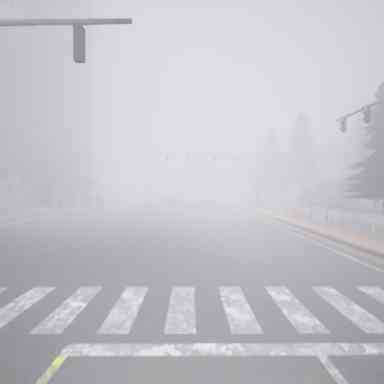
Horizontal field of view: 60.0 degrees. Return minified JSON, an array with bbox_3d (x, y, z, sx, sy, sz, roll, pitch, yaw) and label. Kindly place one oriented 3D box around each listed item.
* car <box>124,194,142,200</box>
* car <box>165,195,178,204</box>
[{"bbox_3d":[-13.679,1.093,76.924,4.718,1.301,1.895,0,1,42],"label":"car"},{"bbox_3d":[-3.237,1.166,53.989,1.882,1.535,5.008,0,2,0],"label":"car"}]
